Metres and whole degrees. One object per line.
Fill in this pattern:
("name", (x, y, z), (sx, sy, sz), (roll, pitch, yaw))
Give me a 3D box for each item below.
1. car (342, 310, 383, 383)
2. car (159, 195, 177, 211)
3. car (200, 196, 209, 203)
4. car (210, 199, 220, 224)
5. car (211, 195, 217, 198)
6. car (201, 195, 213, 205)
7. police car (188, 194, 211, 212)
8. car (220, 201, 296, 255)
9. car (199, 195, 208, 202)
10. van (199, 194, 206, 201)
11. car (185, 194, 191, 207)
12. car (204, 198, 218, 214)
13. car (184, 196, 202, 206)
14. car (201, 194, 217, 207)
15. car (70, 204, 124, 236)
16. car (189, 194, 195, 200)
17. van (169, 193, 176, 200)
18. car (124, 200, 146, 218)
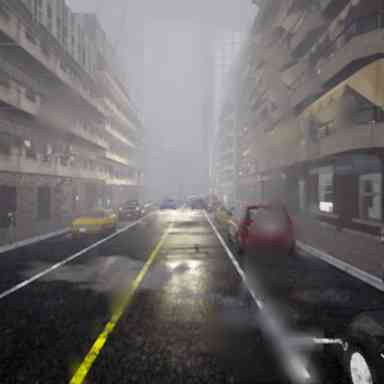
("car", (2.556, 1.551, 2.125), (2.008, 1.369, 4.403), (-1, 0, 0))
("car", (-2.834, 1.474, 40.033), (1.882, 1.535, 5.008), (0, 0, 0))
("car", (2.566, 1.515, 68.883), (1.752, 1.417, 4.829), (-1, 0, 0))
("car", (2.559, 1.524, 24.491), (1.752, 1.417, 4.829), (-1, 0, 0))
("car", (2.560, 1.310, 46.517), (2.192, 1.841, 5.009), (-1, 0, 0))
("car", (2.563, 1.433, 57.615), (1.967, 1.590, 4.097), (-1, 0, 0))
("police car", (0.830, 1.422, 39.772), (1.930, 1.638, 5.238), (0, 0, 0))
("car", (2.555, 1.314, 13.223), (2.192, 1.841, 5.009), (-1, 0, 0))
("car", (2.565, 1.428, 74.262), (1.967, 1.590, 4.097), (-1, 0, 0))
("van", (2.566, 1.325, 85.360), (1.690, 1.788, 3.998), (-1, 0, 0))
("car", (0.231, 1.472, 49.460), (1.882, 1.535, 5.008), (0, 0, -11))
("car", (2.561, 1.579, 35.419), (1.802, 1.307, 4.206), (-1, 0, 0))
("car", (0.285, 1.498, 55.538), (1.837, 1.490, 4.892), (0, 0, 15))
("car", (2.561, 1.309, 52.066), (2.192, 1.841, 5.009), (-1, 0, 0))
("car", (-5.322, 1.525, 18.583), (1.752, 1.417, 4.829), (-1, 0, 0))
("car", (0.013, 1.363, 90.385), (1.812, 1.442, 4.674), (0, 0, 0))
("van", (-5.314, 1.323, 90.891), (1.690, 1.788, 3.998), (-1, 0, 0))
("car", (-5.321, 1.438, 29.851), (1.967, 1.590, 4.097), (-1, 0, 0))
